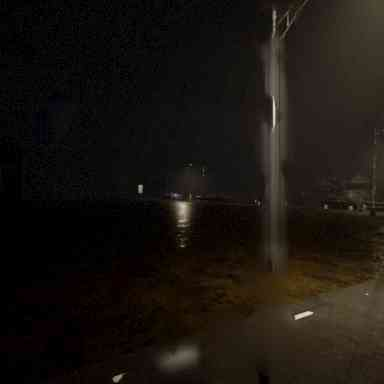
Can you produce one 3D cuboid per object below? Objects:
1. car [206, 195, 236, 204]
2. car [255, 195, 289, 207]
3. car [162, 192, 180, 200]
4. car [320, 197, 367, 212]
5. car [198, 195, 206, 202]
[{"bbox_3d":[4.823,1.172,52.400,1.895,1.301,4.718,2,-1,-35],"label":"car"},{"bbox_3d":[10.591,1.176,44.255,1.837,1.490,4.892,2,0,-35],"label":"car"},{"bbox_3d":[-4.618,0.876,71.927,2.097,1.767,4.553,2,-1,-35],"label":"car"},{"bbox_3d":[16.344,1.291,36.140,1.837,1.490,4.892,2,0,-35],"label":"car"},{"bbox_3d":[3.039,1.208,61.291,1.895,1.301,4.718,2,-1,-35],"label":"car"}]
